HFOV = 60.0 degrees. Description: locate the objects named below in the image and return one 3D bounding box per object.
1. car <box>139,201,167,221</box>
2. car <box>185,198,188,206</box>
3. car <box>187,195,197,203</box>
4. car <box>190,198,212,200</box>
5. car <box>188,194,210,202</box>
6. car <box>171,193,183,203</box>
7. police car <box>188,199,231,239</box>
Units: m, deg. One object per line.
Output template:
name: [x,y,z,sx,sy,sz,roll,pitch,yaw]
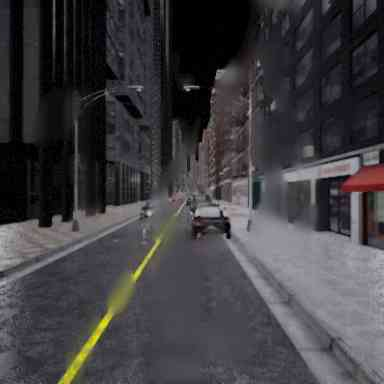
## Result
car: [-3.100,1.476,27.256,2.128,1.511,4.902,0,0,0]
car: [-0.005,1.479,54.157,1.837,1.490,4.892,0,0,0]
car: [-0.007,1.380,69.157,2.128,1.511,4.902,0,0,0]
car: [0.897,1.490,27.312,1.837,1.490,4.892,0,0,0]
car: [0.897,1.207,33.342,2.150,2.045,5.566,0,0,0]
car: [-3.007,1.187,68.760,2.150,2.045,5.566,0,0,0]
police car: [0.898,1.415,17.421,1.930,1.638,5.238,0,0,0]
